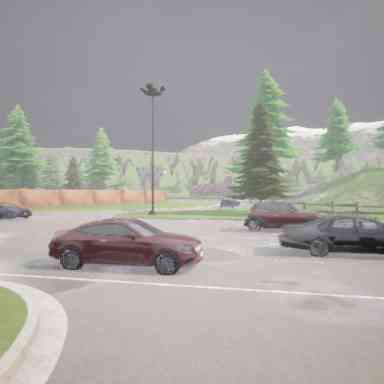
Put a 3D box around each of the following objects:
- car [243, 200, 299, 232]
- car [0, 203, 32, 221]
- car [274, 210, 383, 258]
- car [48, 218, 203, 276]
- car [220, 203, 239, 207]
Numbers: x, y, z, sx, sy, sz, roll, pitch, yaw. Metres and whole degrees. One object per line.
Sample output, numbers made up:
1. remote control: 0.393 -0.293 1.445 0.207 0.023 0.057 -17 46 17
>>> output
1. car: 5.288 1.346 19.180 4.553 1.767 2.097 0 0 13
2. car: -15.422 1.564 27.380 4.181 1.385 1.994 0 0 13
3. car: 5.822 1.543 11.890 5.357 1.411 2.033 0 0 13
4. car: -2.003 1.524 10.049 4.674 1.442 1.812 0 0 13
5. car: 5.746 1.465 50.339 1.882 1.535 5.008 1 0 21
